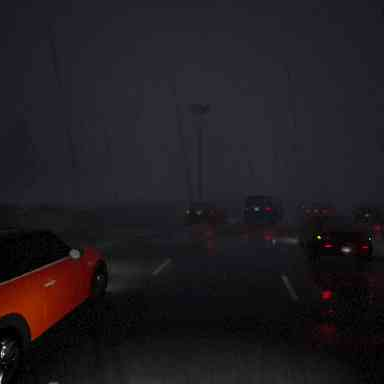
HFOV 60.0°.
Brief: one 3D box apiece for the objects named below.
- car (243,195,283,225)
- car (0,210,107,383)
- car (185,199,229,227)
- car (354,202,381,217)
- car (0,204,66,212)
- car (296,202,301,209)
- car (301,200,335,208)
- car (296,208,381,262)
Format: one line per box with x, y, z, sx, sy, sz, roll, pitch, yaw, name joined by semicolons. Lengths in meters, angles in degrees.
5.395;1.252;24.787;2.150;2.045;5.566;0;0;23;car
-2.966;1.351;5.310;2.097;1.767;4.553;0;0;4;car
1.160;1.375;23.421;2.097;1.767;4.553;0;0;19;car
14.201;1.575;26.957;1.812;1.442;4.674;0;0;27;car
-10.387;1.526;22.569;1.812;1.442;4.674;0;0;17;car
13.730;1.622;39.347;1.994;1.385;4.181;0;0;33;car
11.348;1.593;29.190;2.033;1.411;5.357;0;0;29;car
5.086;1.546;12.220;1.812;1.442;4.674;0;0;11;car
